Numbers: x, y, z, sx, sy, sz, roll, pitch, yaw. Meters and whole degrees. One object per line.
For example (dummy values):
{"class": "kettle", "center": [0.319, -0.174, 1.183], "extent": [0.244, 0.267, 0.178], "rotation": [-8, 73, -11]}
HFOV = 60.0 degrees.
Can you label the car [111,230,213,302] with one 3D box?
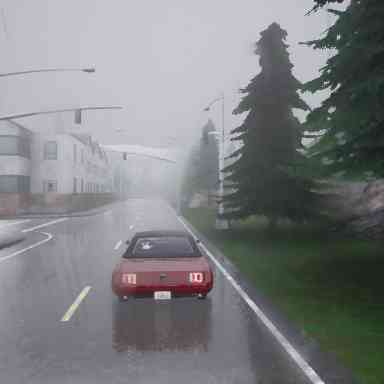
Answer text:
{"class": "car", "center": [-0.719, 1.601, 8.291], "extent": [1.895, 1.301, 4.718], "rotation": [0, 0, -5]}
